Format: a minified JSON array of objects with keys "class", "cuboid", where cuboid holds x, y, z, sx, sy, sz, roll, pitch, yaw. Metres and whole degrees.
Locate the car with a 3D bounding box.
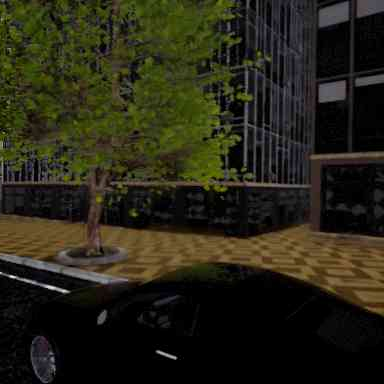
[{"class":"car","cuboid":[0.068,1.536,3.638,4.674,1.442,1.812,0,0,36]}]
